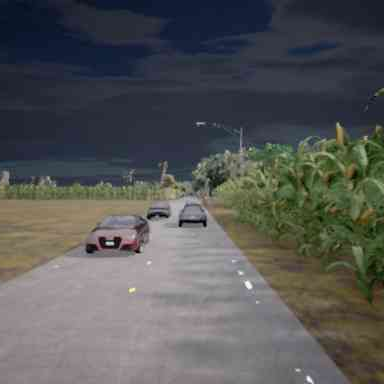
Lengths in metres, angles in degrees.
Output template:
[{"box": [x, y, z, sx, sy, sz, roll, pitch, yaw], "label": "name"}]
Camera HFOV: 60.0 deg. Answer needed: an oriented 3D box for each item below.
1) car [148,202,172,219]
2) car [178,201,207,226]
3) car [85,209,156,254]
[{"box": [-2.797, 1.607, 29.768, 2.033, 1.411, 5.357, 0, 0, 1], "label": "car"}, {"box": [0.060, 1.613, 24.043, 1.994, 1.385, 4.181, 0, 0, 0], "label": "car"}, {"box": [-2.819, 1.592, 13.454, 1.994, 1.385, 4.181, 0, 0, 0], "label": "car"}]
